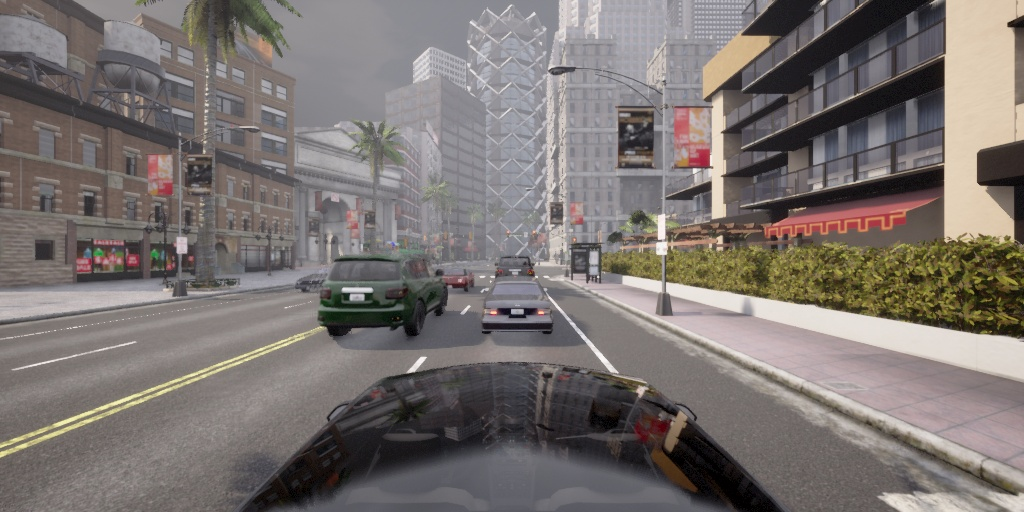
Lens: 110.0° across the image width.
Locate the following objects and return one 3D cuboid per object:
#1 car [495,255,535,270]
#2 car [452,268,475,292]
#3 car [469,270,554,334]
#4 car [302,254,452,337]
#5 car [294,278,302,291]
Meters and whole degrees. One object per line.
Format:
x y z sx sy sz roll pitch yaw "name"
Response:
0.166 0.971 20.820 2.150 2.045 5.566 0 0 0 "car"
-3.330 1.351 21.371 1.895 1.301 4.718 0 0 0 "car"
0.129 1.297 10.568 2.033 1.411 5.357 0 0 0 "car"
-3.357 0.973 10.411 2.150 2.045 5.566 0 0 0 "car"
-10.483 1.297 21.287 2.033 1.411 5.357 0 0 1 "car"
